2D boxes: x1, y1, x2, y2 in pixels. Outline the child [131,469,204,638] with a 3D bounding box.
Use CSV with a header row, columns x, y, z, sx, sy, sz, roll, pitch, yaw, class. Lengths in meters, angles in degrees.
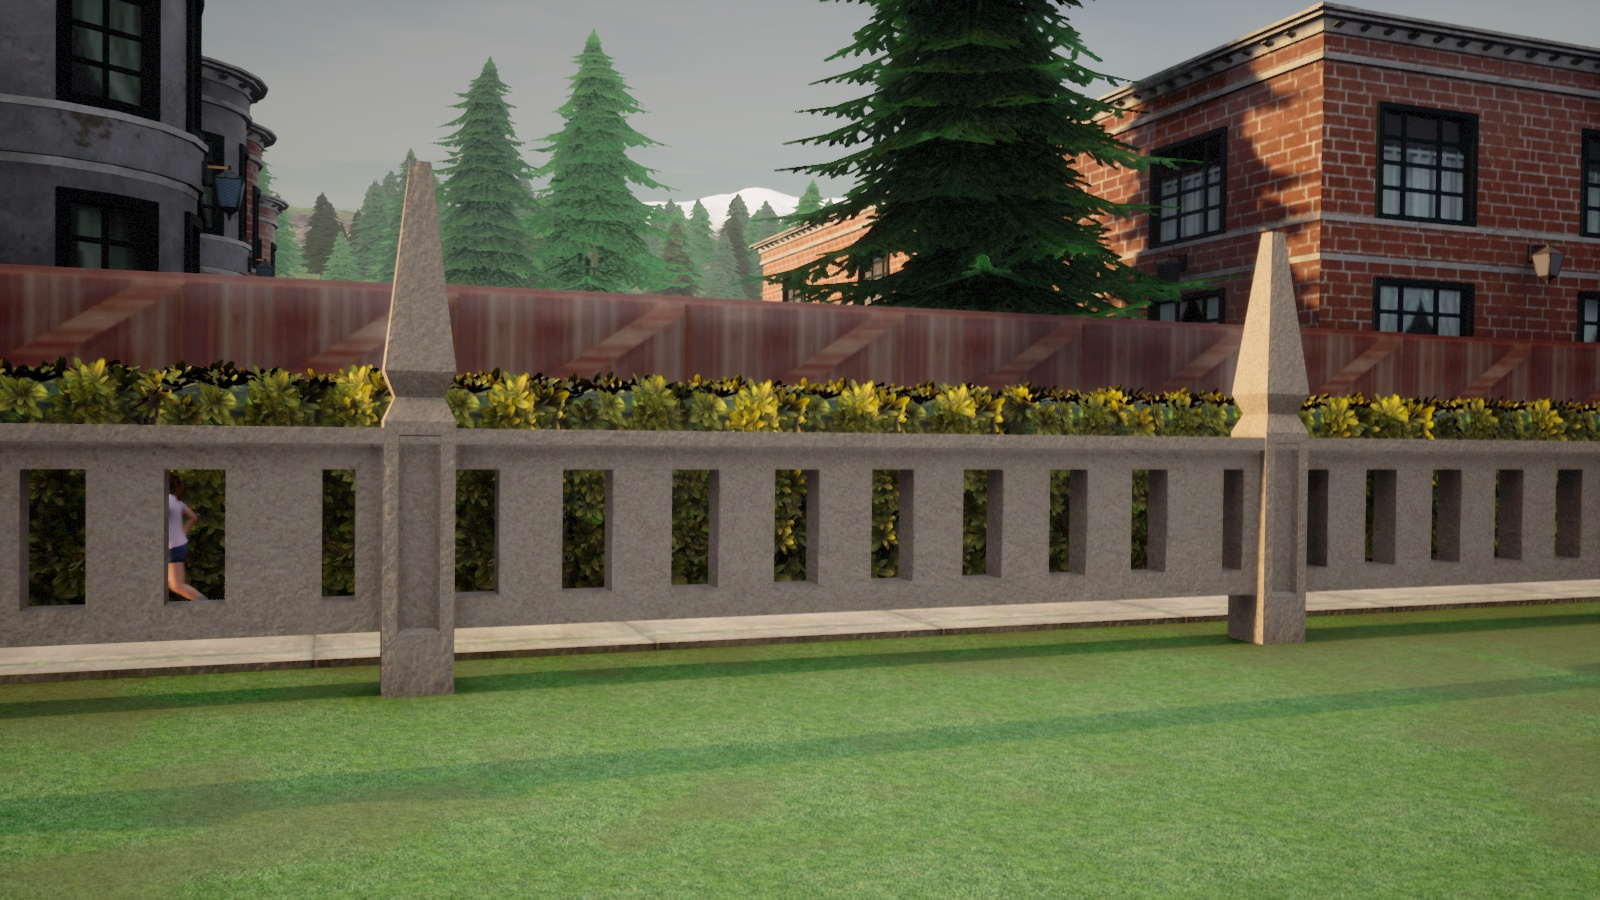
x,y,z,sx,sy,sz,roll,pitch,yaw,class
-4.300,0.694,8.550,0.394,1.110,0.255,-1,1,-19,child
